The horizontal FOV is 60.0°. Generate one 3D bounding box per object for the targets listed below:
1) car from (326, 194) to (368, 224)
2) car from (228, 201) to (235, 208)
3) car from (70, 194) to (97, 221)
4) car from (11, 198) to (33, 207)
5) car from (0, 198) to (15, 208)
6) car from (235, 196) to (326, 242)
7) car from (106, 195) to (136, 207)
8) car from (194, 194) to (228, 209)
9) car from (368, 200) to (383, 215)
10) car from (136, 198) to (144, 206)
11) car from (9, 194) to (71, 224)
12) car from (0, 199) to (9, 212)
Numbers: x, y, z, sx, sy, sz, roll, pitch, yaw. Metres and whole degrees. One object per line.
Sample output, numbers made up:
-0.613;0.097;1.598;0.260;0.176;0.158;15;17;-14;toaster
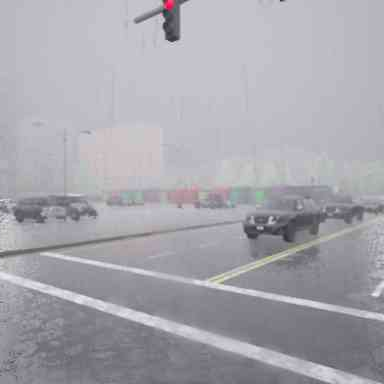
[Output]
11.237;1.195;25.024;2.150;2.045;5.566;-1;0;39;car
3.965;1.487;45.202;3.806;1.475;1.970;-1;0;37;car
-9.644;1.313;27.260;3.866;1.878;1.905;-1;0;37;car
-28.688;1.762;56.019;3.905;1.438;1.784;-1;0;37;car
-30.440;1.802;53.715;3.806;1.475;1.970;-1;0;37;car
4.695;1.227;16.831;2.150;2.045;5.566;-1;0;38;car
-11.757;1.401;53.491;4.605;1.855;1.932;-1;0;37;car
2.202;1.256;42.904;3.866;1.878;1.905;-1;0;37;car
17.915;1.488;33.323;2.033;1.411;5.357;-1;0;39;car
-9.951;1.603;55.757;3.905;1.438;1.784;-1;0;37;car
-11.439;1.318;24.989;4.605;1.855;1.932;-1;0;37;car
-21.910;1.691;39.984;3.806;1.475;1.970;-1;0;37;car
